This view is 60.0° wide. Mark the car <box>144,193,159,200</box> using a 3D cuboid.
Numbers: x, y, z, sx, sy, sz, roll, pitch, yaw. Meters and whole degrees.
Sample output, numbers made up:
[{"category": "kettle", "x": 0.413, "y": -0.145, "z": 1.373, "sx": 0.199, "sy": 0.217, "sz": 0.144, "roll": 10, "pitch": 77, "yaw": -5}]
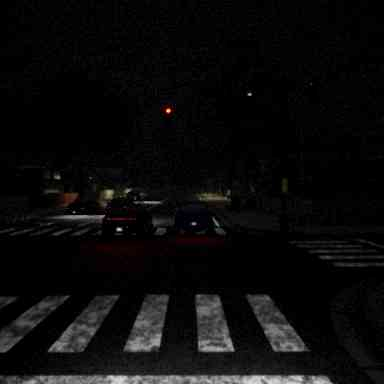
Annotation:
[{"category": "car", "x": -6.542, "y": 0.852, "z": 54.359, "sx": 1.994, "sy": 1.385, "sz": 4.181, "roll": 0, "pitch": 1, "yaw": 0}]

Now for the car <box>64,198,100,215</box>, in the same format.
[{"category": "car", "x": -9.844, "y": 1.277, "z": 30.472, "sx": 2.033, "sy": 1.411, "sz": 5.357, "roll": 0, "pitch": 1, "yaw": 0}]

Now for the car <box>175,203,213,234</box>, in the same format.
[{"category": "car", "x": 0.094, "y": 1.321, "z": 18.139, "sx": 1.882, "sy": 1.535, "sz": 5.008, "roll": 0, "pitch": 1, "yaw": 0}]

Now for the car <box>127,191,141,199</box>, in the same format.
[{"category": "car", "x": -9.784, "y": 0.626, "z": 54.882, "sx": 2.097, "sy": 1.767, "sz": 4.553, "roll": 0, "pitch": 1, "yaw": 0}]

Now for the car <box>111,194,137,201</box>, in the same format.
[{"category": "car", "x": -6.592, "y": 1.235, "z": 30.384, "sx": 1.837, "sy": 1.490, "sz": 4.892, "roll": 0, "pitch": 1, "yaw": 0}]

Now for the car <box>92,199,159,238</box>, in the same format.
[{"category": "car", "x": -3.163, "y": 1.369, "z": 16.918, "sx": 2.128, "sy": 1.511, "sz": 4.902, "roll": 0, "pitch": 1, "yaw": 0}]
